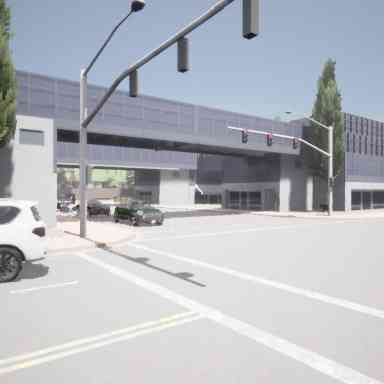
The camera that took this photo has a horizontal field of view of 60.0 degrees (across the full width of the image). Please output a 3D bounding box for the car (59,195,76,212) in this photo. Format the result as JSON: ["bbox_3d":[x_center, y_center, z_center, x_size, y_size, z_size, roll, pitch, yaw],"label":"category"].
[{"bbox_3d":[-14.846,1.491,38.674,2.128,1.511,4.902,0,0,-36],"label":"car"}]

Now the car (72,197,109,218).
[{"bbox_3d":[-9.268,1.478,31.001,1.882,1.535,5.008,0,0,-36],"label":"car"}]

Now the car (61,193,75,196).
[{"bbox_3d":[-23.706,1.221,63.055,2.150,2.045,5.566,0,0,-36],"label":"car"}]

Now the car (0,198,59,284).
[{"bbox_3d":[-6.453,1.221,8.015,5.566,2.045,2.150,0,0,-36],"label":"car"}]

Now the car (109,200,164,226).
[{"bbox_3d":[-3.820,1.352,23.514,2.097,1.767,4.553,0,0,-36],"label":"car"}]
